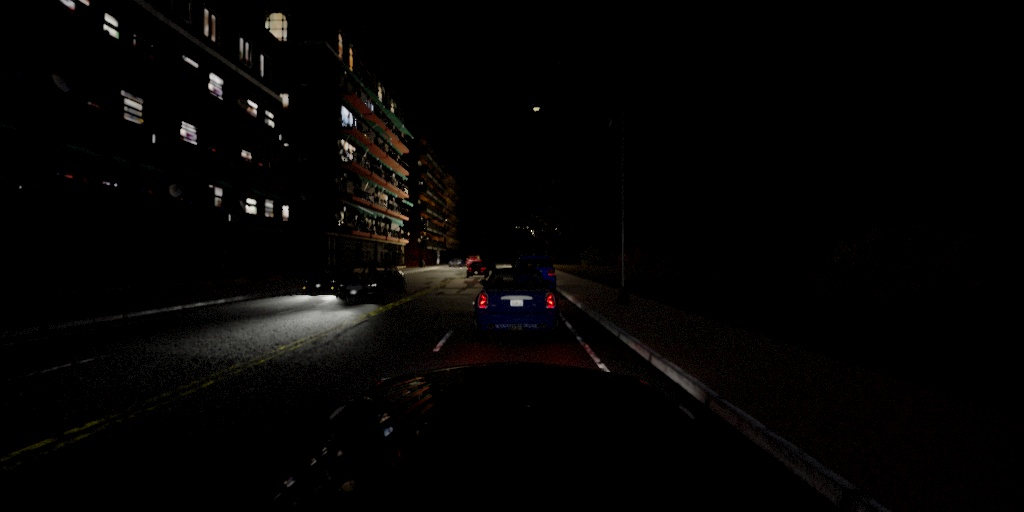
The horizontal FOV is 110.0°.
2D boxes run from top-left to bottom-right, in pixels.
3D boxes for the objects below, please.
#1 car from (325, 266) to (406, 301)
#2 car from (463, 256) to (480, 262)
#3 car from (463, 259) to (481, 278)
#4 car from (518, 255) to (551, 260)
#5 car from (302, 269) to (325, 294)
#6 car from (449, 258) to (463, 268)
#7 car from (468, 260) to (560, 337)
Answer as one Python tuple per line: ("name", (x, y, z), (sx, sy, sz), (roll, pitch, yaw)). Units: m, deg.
("car", (-6.581, 1.242, 17.349), (2.128, 1.511, 4.902), (0, 0, 0))
("car", (-6.498, 0.968, 61.050), (2.150, 2.045, 5.566), (0, 0, 0))
("car", (-3.111, 1.275, 33.403), (1.812, 1.442, 4.674), (0, -1, 0))
("car", (1.160, 0.975, 19.974), (2.150, 2.045, 5.566), (0, 0, 0))
("car", (-9.827, 1.314, 20.158), (1.994, 1.385, 4.181), (0, 0, 0))
("car", (-9.733, 1.094, 63.090), (2.097, 1.767, 4.553), (0, 0, 0))
("car", (0.110, 1.102, 10.400), (2.097, 1.767, 4.553), (0, 0, 0))
